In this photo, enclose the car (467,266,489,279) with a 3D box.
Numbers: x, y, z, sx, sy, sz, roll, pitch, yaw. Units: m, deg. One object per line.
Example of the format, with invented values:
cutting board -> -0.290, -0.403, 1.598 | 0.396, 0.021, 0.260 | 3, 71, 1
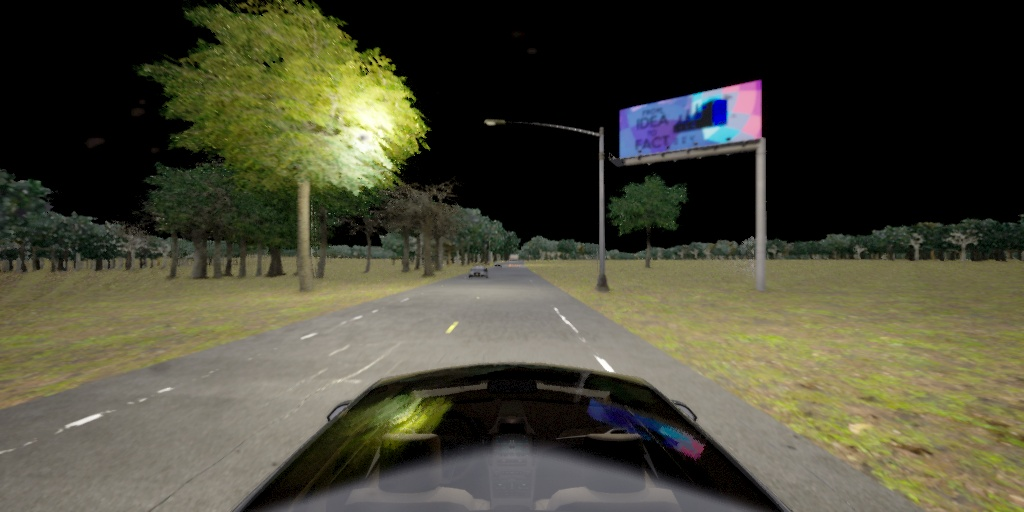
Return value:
car -> -3.528, 1.707, 38.325 | 1.994, 1.385, 4.181 | 0, -1, 0
